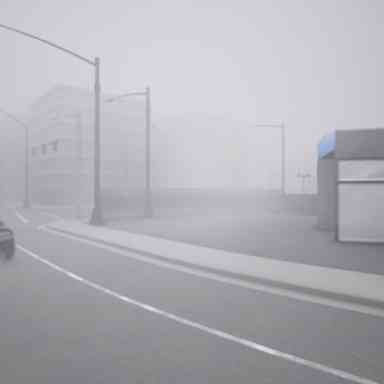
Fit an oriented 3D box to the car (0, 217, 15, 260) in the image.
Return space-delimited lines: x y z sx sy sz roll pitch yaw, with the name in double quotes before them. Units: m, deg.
"car" -7.479 1.457 11.369 2.128 1.511 4.902 0 0 -40
